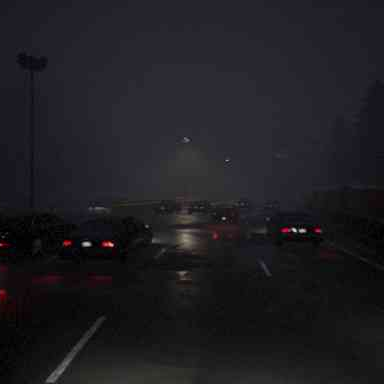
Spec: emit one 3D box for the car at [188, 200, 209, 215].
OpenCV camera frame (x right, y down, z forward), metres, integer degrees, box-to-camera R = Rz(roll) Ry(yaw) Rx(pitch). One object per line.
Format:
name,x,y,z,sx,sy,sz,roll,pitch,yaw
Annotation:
car,0.979,1.549,34.713,2.033,1.411,5.357,0,0,14

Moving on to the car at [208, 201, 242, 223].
car,2.700,1.606,26.007,1.895,1.301,4.718,0,0,11

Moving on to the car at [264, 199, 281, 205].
car,9.427,1.565,39.218,2.033,1.411,5.357,0,0,16

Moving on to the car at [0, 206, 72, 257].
car,-6.156,1.493,13.003,1.837,1.490,4.892,0,0,5

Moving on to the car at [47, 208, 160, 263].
car,-2.779,1.542,11.998,2.033,1.411,5.357,0,0,5

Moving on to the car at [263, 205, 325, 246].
car,4.603,1.556,15.449,2.033,1.411,5.357,0,0,7

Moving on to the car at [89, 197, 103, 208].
car,-13.312,1.482,49.200,1.837,1.490,4.892,0,-1,17

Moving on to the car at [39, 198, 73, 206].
car,-18.103,1.492,45.243,1.812,1.442,4.674,0,0,16

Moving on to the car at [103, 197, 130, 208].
car,-10.205,1.488,47.424,1.837,1.490,4.892,0,-1,17

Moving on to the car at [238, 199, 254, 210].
car,6.697,1.560,42.237,2.033,1.411,5.357,0,0,17

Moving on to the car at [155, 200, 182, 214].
car,-2.460,1.559,35.129,1.994,1.385,4.181,0,0,14

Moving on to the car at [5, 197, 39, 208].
car,-22.134,1.466,43.717,1.837,1.490,4.892,0,-1,15
